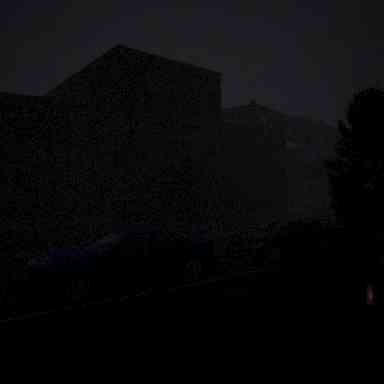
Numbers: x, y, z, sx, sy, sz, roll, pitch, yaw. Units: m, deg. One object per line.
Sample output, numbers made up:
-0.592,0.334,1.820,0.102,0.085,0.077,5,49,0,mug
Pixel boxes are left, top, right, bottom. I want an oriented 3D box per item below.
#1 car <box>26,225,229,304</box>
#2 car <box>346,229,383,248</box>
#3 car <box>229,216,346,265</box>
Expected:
-1.674,1.694,8.949,5.008,1.535,2.097,0,0,-35,car
7.863,1.705,16.288,5.008,1.535,2.097,1,0,-39,car
3.422,1.693,12.699,4.892,1.521,2.231,0,0,-37,car
